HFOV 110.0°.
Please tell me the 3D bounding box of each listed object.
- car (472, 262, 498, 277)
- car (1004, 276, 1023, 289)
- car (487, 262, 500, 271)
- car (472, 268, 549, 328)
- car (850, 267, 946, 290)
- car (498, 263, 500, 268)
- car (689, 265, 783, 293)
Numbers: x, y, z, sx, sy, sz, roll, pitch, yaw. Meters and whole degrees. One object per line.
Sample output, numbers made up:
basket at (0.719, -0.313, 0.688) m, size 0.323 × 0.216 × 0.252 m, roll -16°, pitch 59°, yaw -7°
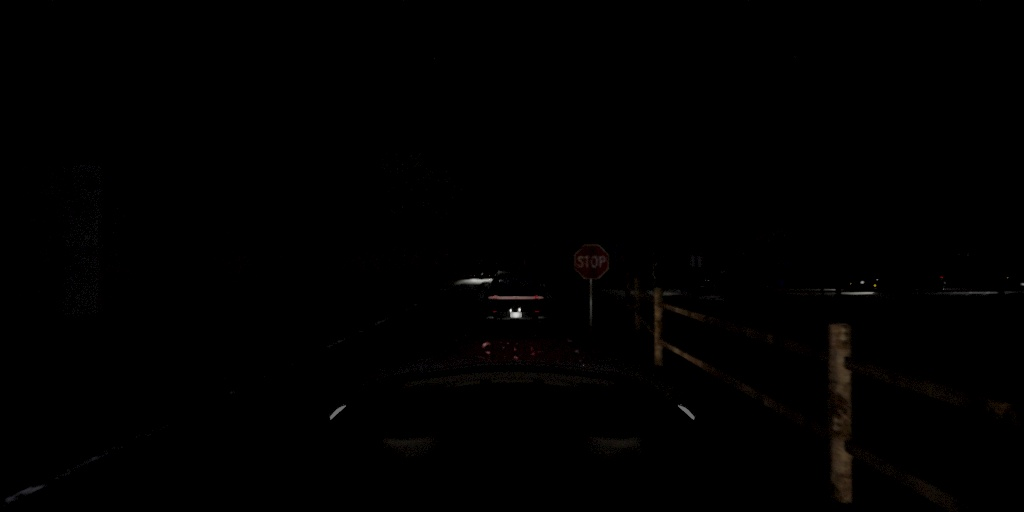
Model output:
car at (-2.824, 1.542, 36.013) m, size 1.994 × 1.385 × 4.181 m, roll 0°, pitch 0°, yaw 1°
car at (32.598, 1.354, 21.337) m, size 4.718 × 1.301 × 1.895 m, roll 0°, pitch -1°, yaw -1°
car at (-2.797, 1.615, 56.149) m, size 1.812 × 1.442 × 4.674 m, roll 0°, pitch 0°, yaw 0°
car at (0.104, 1.313, 11.655) m, size 2.128 × 1.511 × 4.902 m, roll 0°, pitch 0°, yaw 0°
car at (22.652, 1.359, 21.173) m, size 4.181 × 1.385 × 1.994 m, roll 0°, pitch -1°, yaw 0°
car at (-2.813, 1.541, 46.088) m, size 1.837 × 1.490 × 4.892 m, roll 0°, pitch 0°, yaw 0°
car at (12.997, 1.313, 20.983) m, size 5.008 × 1.535 × 1.882 m, roll 0°, pitch -1°, yaw -2°
